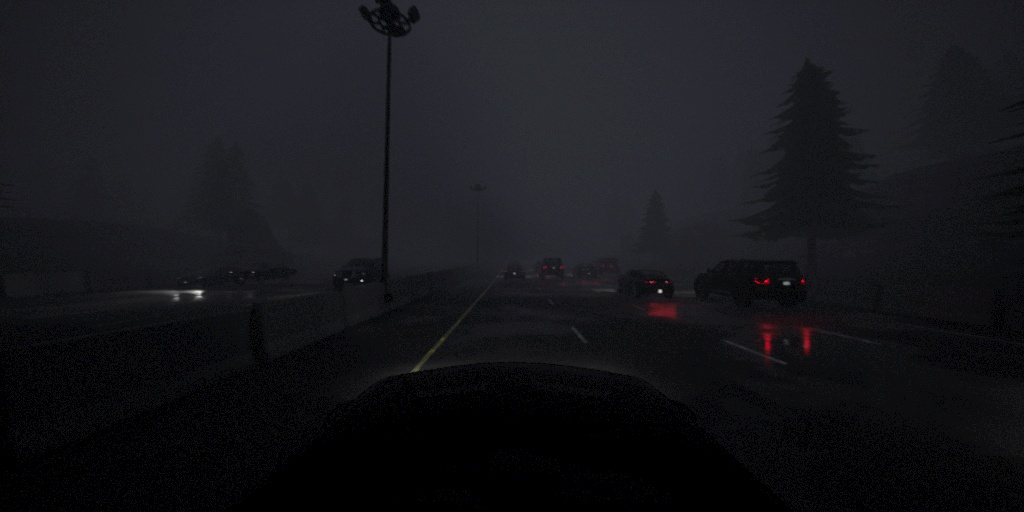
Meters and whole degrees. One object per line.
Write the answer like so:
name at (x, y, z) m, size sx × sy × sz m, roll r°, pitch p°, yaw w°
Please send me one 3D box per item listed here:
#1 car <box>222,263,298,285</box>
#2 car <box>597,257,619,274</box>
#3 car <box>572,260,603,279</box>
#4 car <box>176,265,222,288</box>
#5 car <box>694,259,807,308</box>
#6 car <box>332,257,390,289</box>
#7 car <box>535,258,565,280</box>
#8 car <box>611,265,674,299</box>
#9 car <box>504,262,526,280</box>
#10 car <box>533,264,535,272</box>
car at (-17.380, 1.136, 25.231) m, size 1.895 × 1.301 × 4.718 m, roll 0°, pitch 0°, yaw 0°
car at (10.814, 1.180, 41.603) m, size 2.150 × 2.045 × 5.566 m, roll 0°, pitch 0°, yaw 0°
car at (7.282, 1.456, 36.249) m, size 2.128 × 1.511 × 4.902 m, roll 0°, pitch 0°, yaw 0°
car at (-20.880, 1.404, 25.266) m, size 1.812 × 1.442 × 4.674 m, roll 0°, pitch 0°, yaw 0°
car at (10.666, 1.155, 16.583) m, size 2.150 × 2.045 × 5.566 m, roll 0°, pitch 0°, yaw 0°
car at (-10.380, 1.123, 25.181) m, size 2.150 × 2.045 × 5.566 m, roll 0°, pitch 0°, yaw 0°
car at (3.774, 1.176, 34.886) m, size 2.150 × 2.045 × 5.566 m, roll 0°, pitch 0°, yaw 0°
car at (7.189, 1.446, 19.775) m, size 1.837 × 1.490 × 4.892 m, roll 0°, pitch 0°, yaw 0°
car at (0.260, 1.510, 33.905) m, size 1.994 × 1.385 × 4.181 m, roll 0°, pitch 0°, yaw 1°
car at (3.847, 1.396, 46.788) m, size 2.128 × 1.511 × 4.902 m, roll 0°, pitch 0°, yaw 0°
